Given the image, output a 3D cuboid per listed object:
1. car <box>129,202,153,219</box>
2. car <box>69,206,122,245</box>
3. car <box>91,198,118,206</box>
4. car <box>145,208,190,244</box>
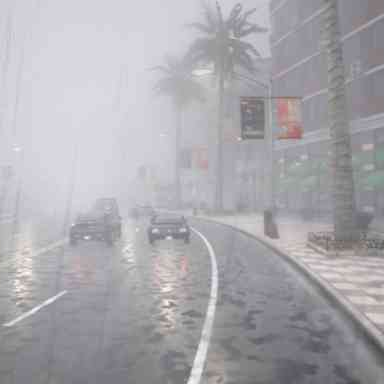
[{"bbox_3d":[-5.027,1.780,32.808,2.128,1.511,4.902,-1,0,-20],"label":"car"},{"bbox_3d":[-4.694,1.694,16.632,1.837,1.490,4.892,-1,0,-5],"label":"car"},{"bbox_3d":[-8.225,1.555,31.340,2.150,2.045,5.566,-1,0,-20],"label":"car"},{"bbox_3d":[-1.176,1.722,16.690,1.895,1.301,4.718,-1,0,-5],"label":"car"}]
